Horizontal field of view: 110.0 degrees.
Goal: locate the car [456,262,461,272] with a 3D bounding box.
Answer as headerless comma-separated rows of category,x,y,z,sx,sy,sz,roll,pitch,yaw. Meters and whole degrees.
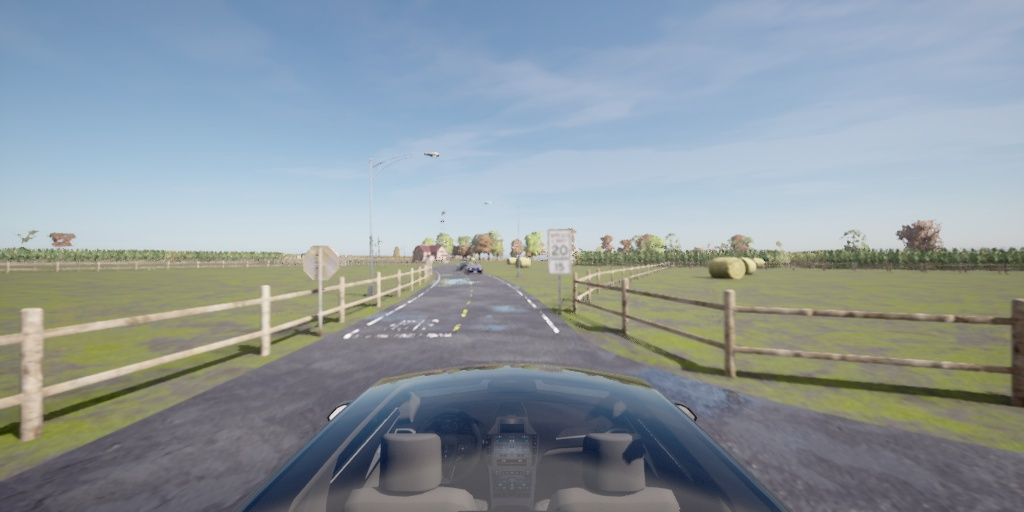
car,-7.340,1.569,54.740,1.837,1.490,4.892,0,0,-16

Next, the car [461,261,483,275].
car,-4.863,1.611,44.870,1.895,1.301,4.718,0,0,-14
